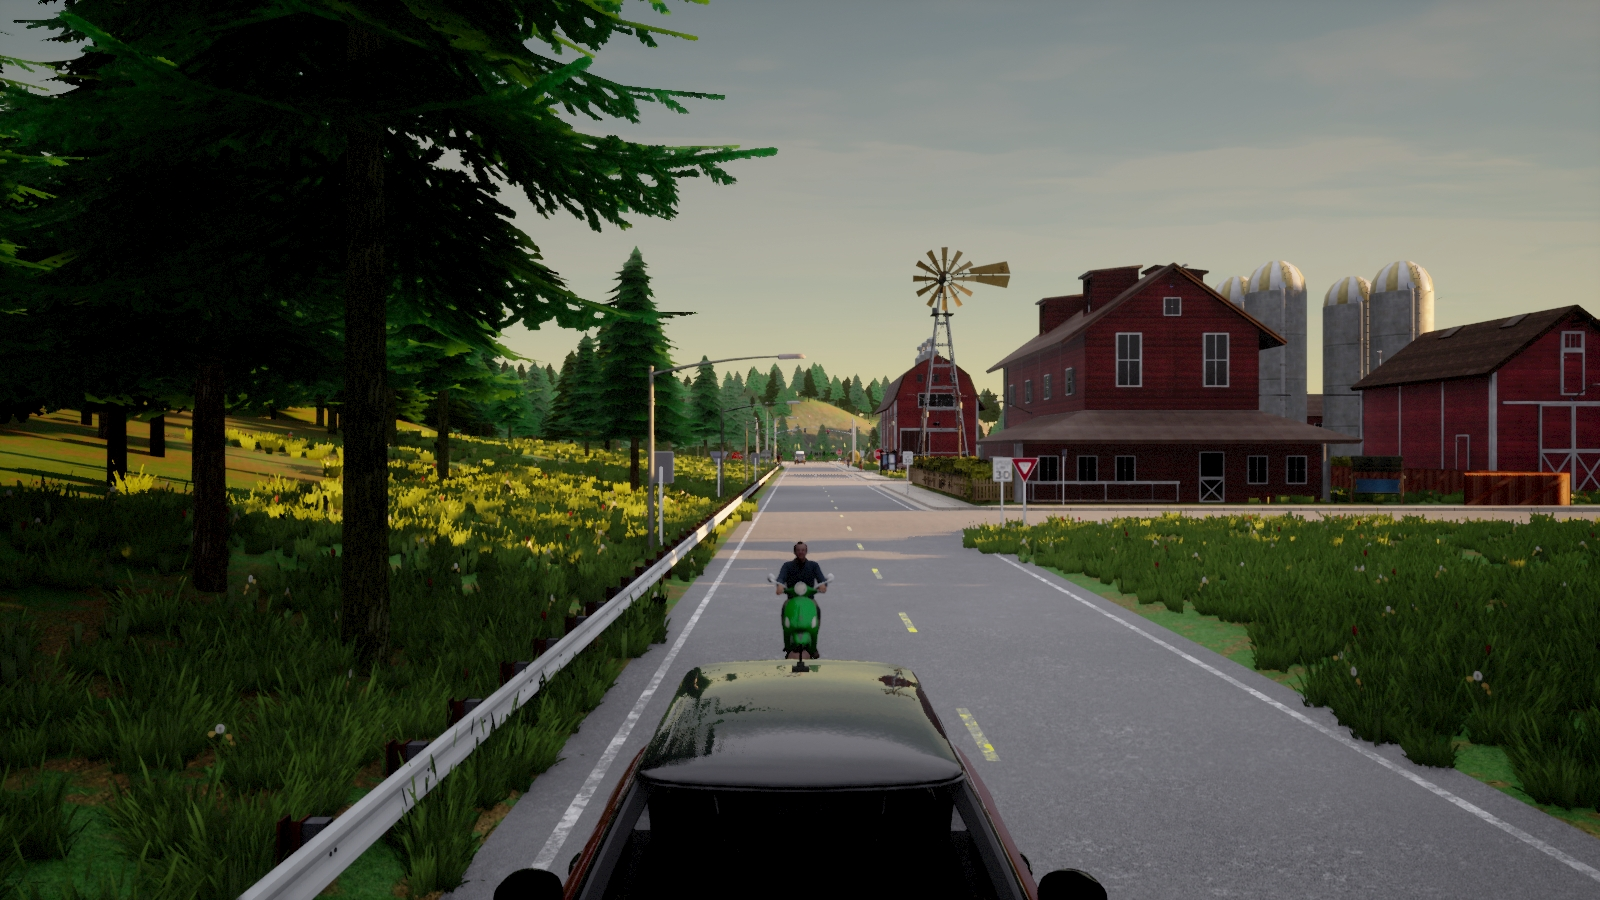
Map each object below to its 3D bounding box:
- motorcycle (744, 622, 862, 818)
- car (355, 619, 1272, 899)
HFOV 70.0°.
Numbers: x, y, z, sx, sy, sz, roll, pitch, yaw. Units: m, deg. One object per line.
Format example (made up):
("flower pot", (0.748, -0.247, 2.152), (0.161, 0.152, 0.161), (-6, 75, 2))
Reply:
("motorcycle", (0.016, 2.230, 9.842), (0.867, 1.251, 2.209), (-2, -3, 0))
("car", (0.032, 1.899, 4.503), (2.097, 1.767, 4.553), (0, 0, 0))
